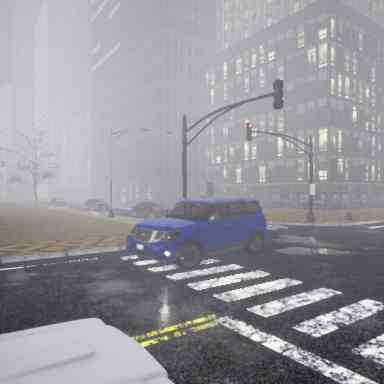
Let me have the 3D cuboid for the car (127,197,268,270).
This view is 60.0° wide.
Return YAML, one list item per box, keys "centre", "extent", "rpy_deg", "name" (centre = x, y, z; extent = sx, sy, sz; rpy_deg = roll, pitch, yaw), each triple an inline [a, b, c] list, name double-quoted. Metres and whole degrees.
- centre: [0.473, 1.222, 11.517]
  extent: [2.150, 2.045, 5.566]
  rpy_deg: [2, 2, 45]
  name: "car"

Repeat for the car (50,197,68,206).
- centre: [-21.776, 1.556, 54.213]
  extent: [2.033, 1.411, 5.357]
  rpy_deg: [0, 0, -35]
  name: "car"

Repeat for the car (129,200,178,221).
- centre: [-3.320, 1.483, 27.907]
  extent: [1.882, 1.535, 5.008]
  rpy_deg: [0, 0, -35]
  name: "car"

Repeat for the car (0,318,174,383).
- centre: [-2.297, 1.601, 1.804]
  extent: [4.718, 1.301, 1.895]
  rpy_deg: [0, 0, -36]
  name: "car"

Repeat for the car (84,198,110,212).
- centre: [-11.202, 1.506, 39.076]
  extent: [1.837, 1.490, 4.892]
  rpy_deg: [0, 1, -35]
  name: "car"
